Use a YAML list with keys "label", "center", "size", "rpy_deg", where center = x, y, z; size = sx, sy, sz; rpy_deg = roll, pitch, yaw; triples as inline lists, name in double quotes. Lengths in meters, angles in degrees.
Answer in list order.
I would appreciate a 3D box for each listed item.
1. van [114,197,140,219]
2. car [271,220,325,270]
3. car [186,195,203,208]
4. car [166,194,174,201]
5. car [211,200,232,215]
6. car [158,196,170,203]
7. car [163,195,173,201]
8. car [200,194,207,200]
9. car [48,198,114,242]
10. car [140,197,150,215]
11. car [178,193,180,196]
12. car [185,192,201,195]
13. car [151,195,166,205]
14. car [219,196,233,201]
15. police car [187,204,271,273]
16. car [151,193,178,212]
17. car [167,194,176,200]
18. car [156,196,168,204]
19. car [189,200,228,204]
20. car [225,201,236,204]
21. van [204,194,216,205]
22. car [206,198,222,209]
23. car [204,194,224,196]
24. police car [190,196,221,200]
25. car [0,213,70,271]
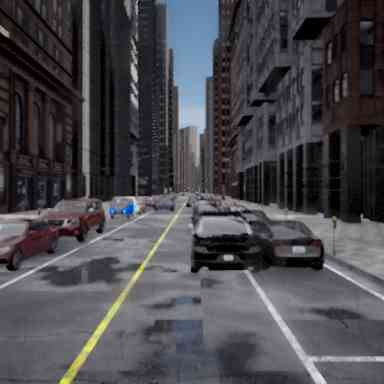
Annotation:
- label: "van"
  center: [-5.667, 1.276, 27.596]
  size: [1.690, 1.788, 3.998]
  rpy_deg: [0, 0, 0]
- label: "car"
  center: [2.800, 1.538, 10.776]
  size: [1.947, 1.339, 4.313]
  rpy_deg: [0, 0, 0]
- label: "car"
  center: [0.177, 1.460, 46.853]
  size: [1.994, 1.385, 4.181]
  rpy_deg: [0, 0, 0]
- label: "car"
  center: [-5.477, 1.358, 83.444]
  size: [1.752, 1.417, 4.829]
  rpy_deg: [0, 0, 0]
- label: "car"
  center: [2.876, 1.505, 33.184]
  size: [1.802, 1.307, 4.206]
  rpy_deg: [0, 0, 0]
- label: "car"
  center: [-5.534, 1.426, 66.809]
  size: [1.947, 1.339, 4.313]
  rpy_deg: [0, 0, 0]
- label: "car"
  center: [-5.495, 1.392, 78.012]
  size: [2.008, 1.369, 4.403]
  rpy_deg: [0, 0, 0]
- label: "car"
  center: [3.068, 1.367, 89.204]
  size: [1.887, 1.381, 4.507]
  rpy_deg: [0, 0, 0]
- label: "car"
  center: [-5.705, 1.275, 16.394]
  size: [2.192, 1.841, 5.009]
  rpy_deg: [0, 0, 0]
- label: "car"
  center: [-5.649, 1.449, 33.028]
  size: [1.752, 1.417, 4.829]
  rpy_deg: [0, 0, 0]
- label: "car"
  center: [-5.437, 1.129, 94.817]
  size: [2.192, 1.841, 5.009]
  rpy_deg: [0, 0, 0]
- label: "car"
  center: [0.218, 1.356, 64.291]
  size: [2.128, 1.511, 4.902]
  rpy_deg: [0, 0, 0]
- label: "car"
  center: [-5.572, 1.321, 55.606]
  size: [1.967, 1.590, 4.097]
  rpy_deg: [0, 0, 0]
- label: "car"
  center: [2.858, 1.374, 27.582]
  size: [1.967, 1.590, 4.097]
  rpy_deg: [0, 0, 0]
- label: "police car"
  center: [0.894, 1.398, 10.740]
  size: [1.930, 1.638, 5.238]
  rpy_deg: [0, 0, 0]
- label: "car"
  center: [-2.961, 1.267, 37.130]
  size: [2.097, 1.767, 4.553]
  rpy_deg: [0, 0, 0]
- label: "car"
  center: [-5.457, 1.368, 89.216]
  size: [1.887, 1.381, 4.507]
  rpy_deg: [0, 0, 0]
- label: "car"
  center: [-5.553, 1.452, 61.207]
  size: [1.802, 1.307, 4.206]
  rpy_deg: [0, 0, 0]
- label: "car"
  center: [0.909, 1.455, 20.633]
  size: [1.837, 1.490, 4.892]
  rpy_deg: [0, 0, 0]
- label: "car"
  center: [2.838, 1.497, 21.979]
  size: [2.008, 1.369, 4.403]
  rpy_deg: [0, 0, 0]
- label: "van"
  center: [2.954, 1.221, 55.591]
  size: [1.690, 1.788, 3.998]
  rpy_deg: [0, 0, 0]
- label: "car"
  center: [2.915, 1.483, 44.388]
  size: [1.802, 1.307, 4.206]
  rpy_deg: [0, 0, 0]
- label: "car"
  center: [2.896, 1.227, 38.785]
  size: [2.192, 1.841, 5.009]
  rpy_deg: [0, 0, 0]
- label: "police car"
  center: [0.989, 1.362, 26.743]
  size: [1.930, 1.638, 5.238]
  rpy_deg: [0, 0, 0]
- label: "car"
  center: [-5.725, 1.555, 10.792]
  size: [1.802, 1.307, 4.206]
  rpy_deg: [0, 0, 0]
